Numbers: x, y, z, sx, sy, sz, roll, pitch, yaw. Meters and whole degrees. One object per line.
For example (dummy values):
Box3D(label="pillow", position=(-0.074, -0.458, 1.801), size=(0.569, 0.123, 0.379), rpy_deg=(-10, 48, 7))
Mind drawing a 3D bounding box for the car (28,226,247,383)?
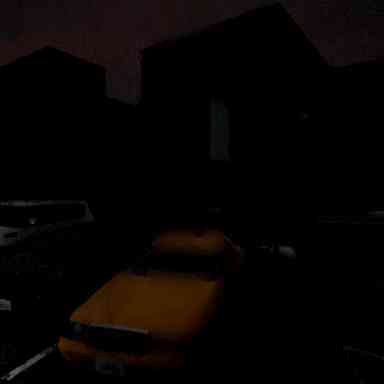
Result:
Box3D(label="car", position=(-0.118, 1.480, 5.990), size=(1.946, 1.575, 5.366), rpy_deg=(1, -1, 16))

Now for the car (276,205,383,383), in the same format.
Box3D(label="car", position=(2.383, 1.234, 4.402), size=(2.435, 2.045, 5.566), rpy_deg=(1, -1, 15))

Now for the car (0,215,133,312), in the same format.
Box3D(label="car", position=(-2.519, 1.517, 7.888), size=(2.163, 1.488, 4.792), rpy_deg=(1, -1, 16))

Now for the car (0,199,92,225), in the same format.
Box3D(label="car", position=(-4.957, 1.237, 9.640), size=(2.435, 2.045, 5.566), rpy_deg=(1, -1, 16))
